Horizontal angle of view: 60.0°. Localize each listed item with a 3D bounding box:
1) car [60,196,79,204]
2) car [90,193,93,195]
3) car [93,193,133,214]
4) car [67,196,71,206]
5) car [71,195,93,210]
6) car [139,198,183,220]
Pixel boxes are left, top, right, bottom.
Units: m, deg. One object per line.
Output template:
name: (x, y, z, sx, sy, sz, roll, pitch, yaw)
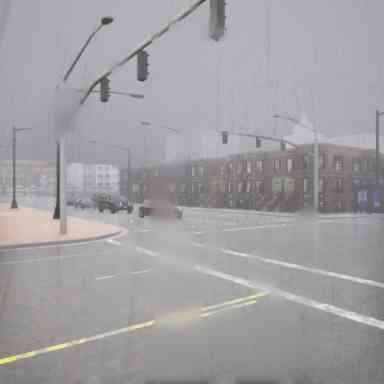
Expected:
car: (-23.415, 1.547, 63.394, 2.033, 1.411, 5.357, 0, 0, -36)
car: (-14.667, 1.215, 51.210, 2.150, 2.045, 5.566, 0, -1, -35)
car: (-8.434, 1.221, 36.198, 2.150, 2.045, 5.566, 0, 0, -36)
car: (-20.027, 1.564, 52.421, 1.994, 1.385, 4.181, 0, 0, -35)
car: (-14.225, 1.526, 44.293, 1.812, 1.442, 4.674, 0, 0, -35)
car: (-2.720, 1.352, 28.259, 2.097, 1.767, 4.553, 0, 0, -35)
